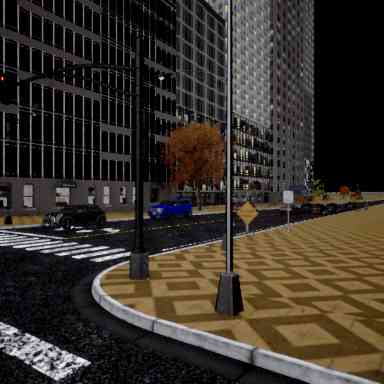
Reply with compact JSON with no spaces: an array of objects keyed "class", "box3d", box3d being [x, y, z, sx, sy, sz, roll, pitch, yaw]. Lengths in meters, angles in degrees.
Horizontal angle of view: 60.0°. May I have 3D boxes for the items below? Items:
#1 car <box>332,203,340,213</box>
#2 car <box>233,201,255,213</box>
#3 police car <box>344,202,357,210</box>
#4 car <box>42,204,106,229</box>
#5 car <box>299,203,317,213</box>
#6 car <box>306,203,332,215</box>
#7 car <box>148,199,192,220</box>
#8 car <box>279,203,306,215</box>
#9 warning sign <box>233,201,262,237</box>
[{"class":"car","box3d":[23.089,2.574,54.707,1.837,1.490,4.892,0,-1,33]},{"class":"car","box3d":[7.480,2.171,48.766,2.097,1.767,4.553,0,-1,33]},{"class":"police car","box3d":[31.505,2.738,65.842,1.930,1.638,5.238,0,-1,33]},{"class":"car","box3d":[-8.455,1.648,24.110,2.097,1.767,4.553,0,-1,33]},{"class":"car","box3d":[19.135,2.533,54.745,1.837,1.490,4.892,0,-1,33]},{"class":"car","box3d":[17.691,2.398,46.317,1.837,1.490,4.892,0,-1,33]},{"class":"car","box3d":[-2.101,1.729,33.970,2.150,2.045,5.566,0,-1,33]},{"class":"car","box3d":[13.820,2.402,46.406,2.033,1.411,5.357,0,-1,33]},{"class":"warning sign","box3d":[3.102,1.454,18.567,1.300,1.860,1.060,1,1,33]}]
